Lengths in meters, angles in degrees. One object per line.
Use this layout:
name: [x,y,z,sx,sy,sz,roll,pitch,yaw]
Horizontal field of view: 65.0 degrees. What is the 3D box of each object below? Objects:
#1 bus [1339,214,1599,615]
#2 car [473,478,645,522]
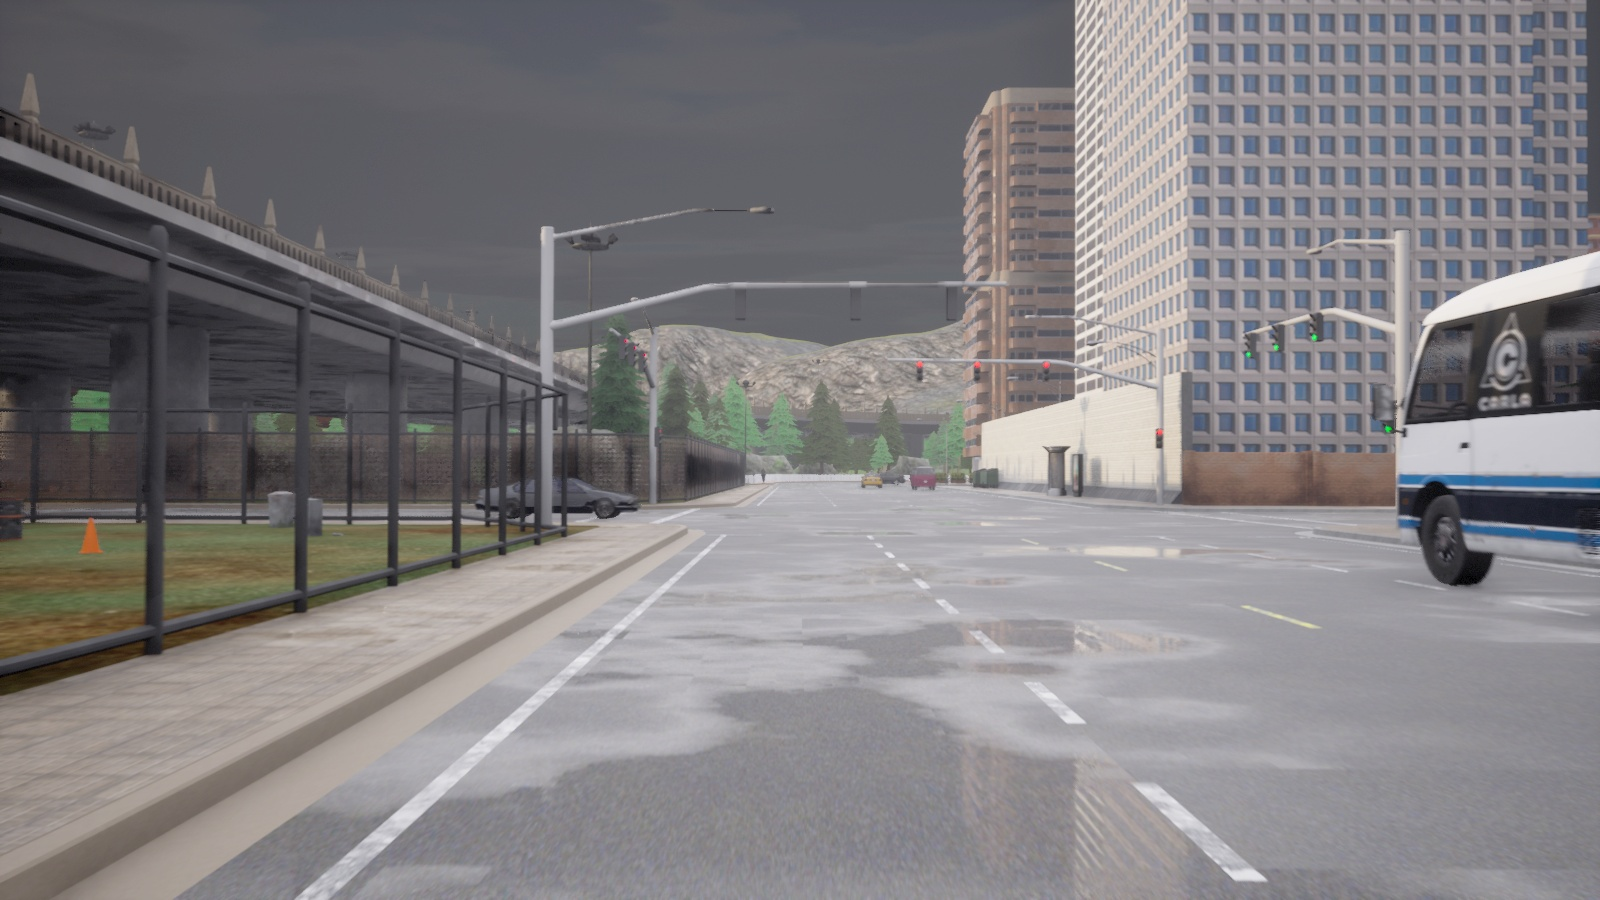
bus: [10.458,-0.360,14.545,3.944,4.253,10.273,0,-1,0]
car: [-7.989,1.648,41.935,5.357,1.411,2.033,0,-1,-1]
